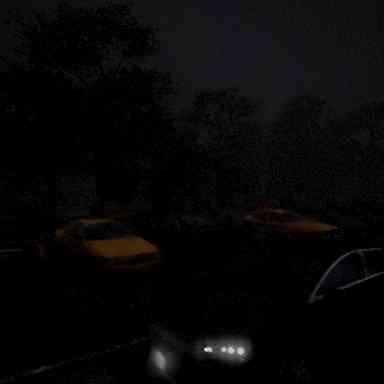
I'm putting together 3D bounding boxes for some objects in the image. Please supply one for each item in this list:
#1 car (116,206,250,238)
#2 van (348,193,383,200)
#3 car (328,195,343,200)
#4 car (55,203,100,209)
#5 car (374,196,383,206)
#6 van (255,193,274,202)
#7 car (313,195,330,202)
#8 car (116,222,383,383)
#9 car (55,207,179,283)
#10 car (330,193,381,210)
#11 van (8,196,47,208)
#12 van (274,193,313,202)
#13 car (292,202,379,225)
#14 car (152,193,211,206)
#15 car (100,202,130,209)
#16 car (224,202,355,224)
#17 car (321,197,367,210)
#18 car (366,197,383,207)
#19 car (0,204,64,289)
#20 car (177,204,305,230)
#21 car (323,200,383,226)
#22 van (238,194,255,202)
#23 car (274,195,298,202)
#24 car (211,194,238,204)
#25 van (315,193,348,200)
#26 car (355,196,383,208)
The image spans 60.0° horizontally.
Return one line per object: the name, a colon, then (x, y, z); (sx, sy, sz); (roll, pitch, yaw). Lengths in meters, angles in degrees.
car: (-0.584, 1.464, 11.778); (2.231, 1.521, 4.892); (0, 0, -35)
van: (12.914, 1.154, 21.537); (1.878, 1.987, 4.442); (0, 0, -35)
car: (14.358, 1.373, 38.512); (2.163, 1.488, 4.792); (0, 0, -35)
car: (-8.188, 1.501, 22.432); (2.002, 1.452, 4.674); (0, 0, -35)
car: (30.290, 1.438, 49.781); (2.163, 1.488, 4.792); (0, 0, -35)
van: (5.388, 1.152, 32.234); (1.878, 1.987, 4.442); (0, 0, -35)
car: (12.208, 1.375, 36.982); (2.163, 1.488, 4.792); (0, 0, -35)
car: (1.668, 1.466, 4.879); (4.902, 1.511, 2.128); (0, 0, -36)
car: (-2.742, 1.474, 10.022); (1.946, 1.575, 5.366); (0, 0, -35)
car: (21.230, 1.115, 43.403); (2.435, 2.045, 5.566); (0, 0, -35)
van: (-10.512, 1.249, 20.917); (1.878, 1.987, 4.442); (0, 0, -35)
van: (10.045, 1.127, 35.273); (1.878, 1.987, 4.442); (0, 0, -36)
car: (6.214, 1.451, 16.589); (2.163, 1.488, 4.792); (0, 0, -35)
car: (-1.298, 1.168, 27.298); (2.435, 2.045, 5.566); (0, 0, -35)
car: (-5.825, 1.447, 24.103); (2.097, 1.535, 5.008); (0, 0, -35)
car: (4.043, 1.432, 14.851); (1.946, 1.575, 5.366); (0, 0, -35)
car: (19.007, 1.386, 41.750); (2.163, 1.488, 4.792); (0, 0, -35)
car: (28.018, 1.438, 48.196); (2.002, 1.452, 4.674); (0, 0, -35)
car: (-5.094, 1.365, 8.537); (2.185, 1.767, 4.553); (0, 0, -35)
car: (1.670, 1.450, 13.398); (2.231, 1.521, 4.892); (0, 0, -35)
car: (10.738, 1.424, 19.809); (2.163, 1.488, 4.792); (0, 0, -35)
van: (3.266, 1.166, 30.438); (1.878, 1.987, 4.442); (0, 0, -35)
car: (7.710, 1.364, 33.751); (2.097, 1.535, 5.008); (0, 0, -35)
car: (0.959, 1.154, 28.904); (2.435, 2.045, 5.566); (0, 0, -35)
van: (16.565, 1.122, 40.191); (1.878, 1.987, 4.442); (0, 0, -35)
car: (25.867, 1.384, 46.441); (1.946, 1.575, 5.366); (0, 0, -35)
